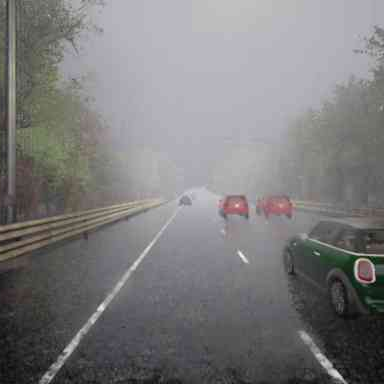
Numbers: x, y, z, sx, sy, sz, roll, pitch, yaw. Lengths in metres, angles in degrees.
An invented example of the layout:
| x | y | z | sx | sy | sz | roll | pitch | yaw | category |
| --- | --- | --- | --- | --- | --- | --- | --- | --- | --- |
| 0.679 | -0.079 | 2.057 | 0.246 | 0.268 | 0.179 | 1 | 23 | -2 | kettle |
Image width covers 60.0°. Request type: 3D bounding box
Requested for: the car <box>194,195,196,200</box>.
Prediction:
| x | y | z | sx | sy | sz | roll | pitch | yaw | category |
| --- | --- | --- | --- | --- | --- | --- | --- | --- | --- |
| 0.057 | 1.459 | 87.289 | 2.033 | 1.411 | 5.357 | 0 | 0 | 0 | car |

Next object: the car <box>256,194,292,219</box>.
| x | y | z | sx | sy | sz | roll | pitch | yaw | category |
| --- | --- | --- | --- | --- | --- | --- | --- | --- | --- |
| 7.121 | 1.215 | 29.243 | 2.150 | 2.045 | 5.566 | 0 | 0 | 0 | car |

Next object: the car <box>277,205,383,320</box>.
| x | y | z | sx | sy | sz | roll | pitch | yaw | category |
| --- | --- | --- | --- | --- | --- | --- | --- | --- | --- |
| 3.605 | 1.350 | 7.484 | 2.097 | 1.767 | 4.553 | 0 | 0 | 0 | car |

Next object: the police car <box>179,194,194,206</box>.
| x | y | z | sx | sy | sz | roll | pitch | yaw | category |
| --- | --- | --- | --- | --- | --- | --- | --- | --- | --- |
| -1.015 | 1.415 | 53.106 | 1.930 | 1.638 | 5.238 | 0 | 0 | 0 | police car |

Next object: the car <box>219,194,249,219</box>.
| x | y | z | sx | sy | sz | roll | pitch | yaw | category |
| --- | --- | --- | --- | --- | --- | --- | --- | --- | --- |
| 3.620 | 1.215 | 29.349 | 2.150 | 2.045 | 5.566 | 0 | 0 | 0 | car |

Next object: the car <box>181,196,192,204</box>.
| x | y | z | sx | sy | sz | roll | pitch | yaw | category |
| --- | --- | --- | --- | --- | --- | --- | --- | --- | --- |
| -1.009 | 1.465 | 62.999 | 1.882 | 1.535 | 5.008 | 0 | 0 | 0 | car |

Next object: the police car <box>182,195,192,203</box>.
| x | y | z | sx | sy | sz | roll | pitch | yaw | category |
| --- | --- | --- | --- | --- | --- | --- | --- | --- | --- |
| -1.005 | 1.411 | 69.111 | 1.930 | 1.638 | 5.238 | 0 | 0 | 0 | police car |
